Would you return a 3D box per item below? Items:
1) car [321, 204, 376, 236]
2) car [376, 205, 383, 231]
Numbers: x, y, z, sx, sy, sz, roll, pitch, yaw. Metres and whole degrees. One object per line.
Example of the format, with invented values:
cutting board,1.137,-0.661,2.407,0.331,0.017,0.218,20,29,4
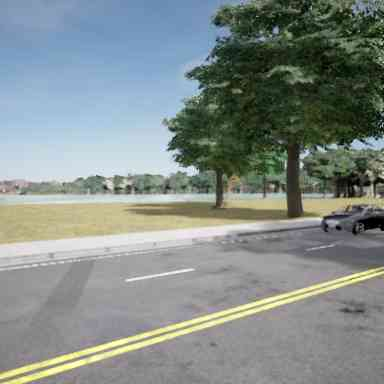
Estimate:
car,9.007,1.425,18.090,4.902,1.511,2.128,0,0,-35
car,10.834,1.411,15.401,5.008,1.535,1.882,0,0,-35
